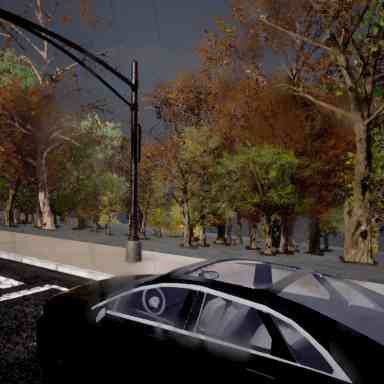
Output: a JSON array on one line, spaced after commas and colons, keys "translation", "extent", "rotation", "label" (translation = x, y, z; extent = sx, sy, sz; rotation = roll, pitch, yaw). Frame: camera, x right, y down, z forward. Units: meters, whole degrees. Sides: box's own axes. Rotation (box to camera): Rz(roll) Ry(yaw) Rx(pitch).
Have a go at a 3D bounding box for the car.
[{"translation": [0.238, 1.491, 3.503], "extent": [4.902, 1.511, 2.128], "rotation": [0, 0, 37], "label": "car"}]
